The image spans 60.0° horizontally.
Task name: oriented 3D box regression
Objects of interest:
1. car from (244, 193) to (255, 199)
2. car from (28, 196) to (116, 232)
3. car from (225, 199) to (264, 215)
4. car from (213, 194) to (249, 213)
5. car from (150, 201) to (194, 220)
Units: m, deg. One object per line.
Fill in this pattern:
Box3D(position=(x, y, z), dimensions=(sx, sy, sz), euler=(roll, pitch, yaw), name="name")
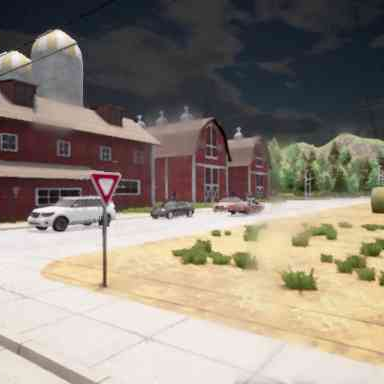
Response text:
Box3D(position=(8.922, 1.234, 51.828), dimensions=(1.905, 1.878, 3.866), euler=(6, 1, -8), name="car")
Box3D(position=(-7.371, 1.289, 21.117), dimensions=(2.150, 2.045, 5.566), euler=(0, 0, 35), name="car")
Box3D(position=(5.512, 1.649, 33.234), dimensions=(1.895, 1.301, 4.718), euler=(0, 0, 35), name="car")
Box3D(position=(4.197, 1.420, 37.797), dimensions=(2.097, 1.767, 4.553), euler=(0, 0, 35), name="car")
Box3D(position=(-1.674, 1.573, 29.338), dimensions=(1.837, 1.490, 4.892), euler=(0, 0, 35), name="car")
